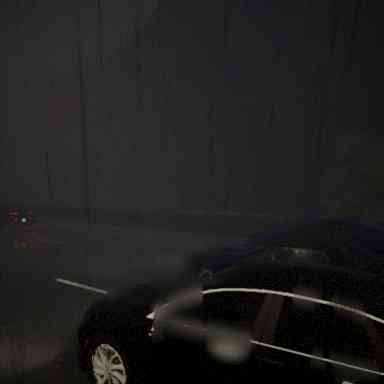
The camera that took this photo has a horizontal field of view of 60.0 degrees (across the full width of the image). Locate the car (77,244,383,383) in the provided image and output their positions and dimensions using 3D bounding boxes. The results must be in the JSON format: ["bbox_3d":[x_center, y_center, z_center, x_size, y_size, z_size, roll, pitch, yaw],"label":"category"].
[{"bbox_3d":[0.838,1.503,3.395,4.892,1.490,1.837,0,0,36],"label":"car"}]

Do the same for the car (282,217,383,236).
[{"bbox_3d":[3.949,1.474,9.774,5.008,1.535,1.882,0,0,36],"label":"car"}]

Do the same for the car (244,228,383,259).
[{"bbox_3d":[2.114,1.597,6.784,4.718,1.301,1.895,0,0,36],"label":"car"}]

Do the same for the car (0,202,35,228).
[{"bbox_3d":[-11.916,1.387,21.093,4.892,1.490,1.837,1,0,36],"label":"car"}]
